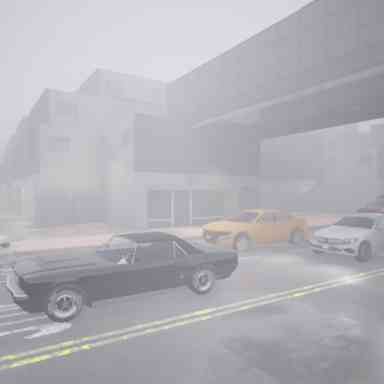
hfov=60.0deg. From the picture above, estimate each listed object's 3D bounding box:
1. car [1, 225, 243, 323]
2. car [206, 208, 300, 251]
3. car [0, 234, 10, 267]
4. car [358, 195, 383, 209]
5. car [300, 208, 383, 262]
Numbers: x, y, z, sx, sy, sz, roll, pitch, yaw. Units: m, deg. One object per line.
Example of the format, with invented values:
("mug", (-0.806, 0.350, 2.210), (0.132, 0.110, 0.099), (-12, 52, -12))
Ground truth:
("car", (-1.360, 1.600, 7.271), (4.718, 1.301, 1.895), (0, 0, -33))
("car", (2.730, 1.476, 14.033), (5.008, 1.535, 1.882), (0, 0, -33))
("car", (-7.001, 1.525, 8.207), (4.674, 1.442, 1.812), (0, 0, -28))
("car", (12.119, 1.219, 20.013), (5.566, 2.045, 2.150), (0, 0, -32))
("car", (6.355, 1.524, 12.194), (4.674, 1.442, 1.812), (0, 0, -32))
